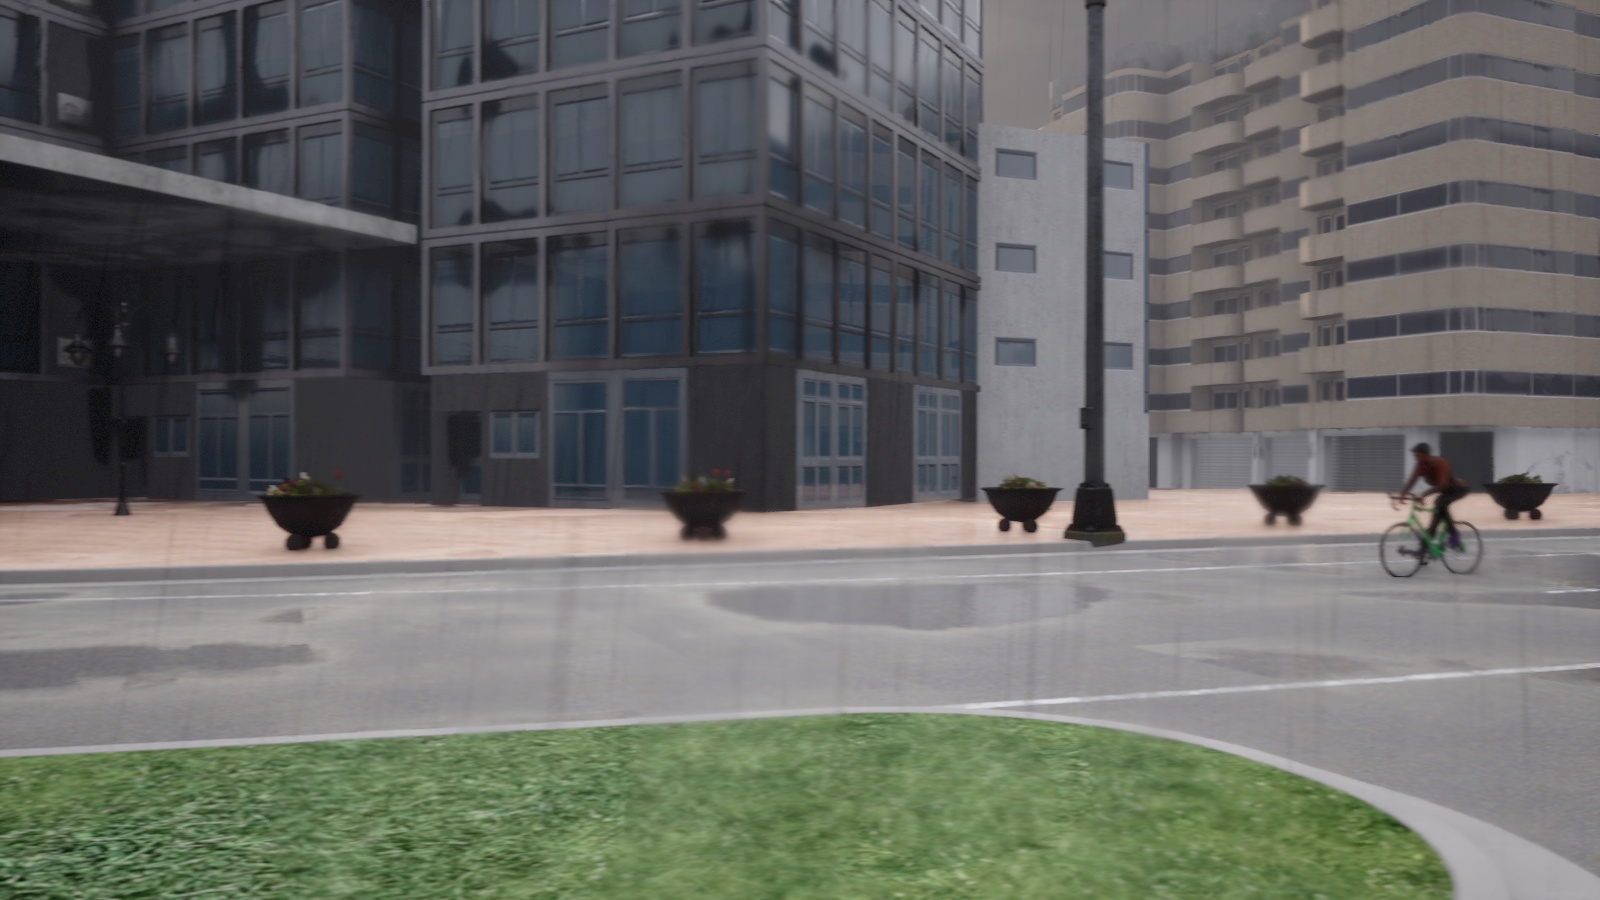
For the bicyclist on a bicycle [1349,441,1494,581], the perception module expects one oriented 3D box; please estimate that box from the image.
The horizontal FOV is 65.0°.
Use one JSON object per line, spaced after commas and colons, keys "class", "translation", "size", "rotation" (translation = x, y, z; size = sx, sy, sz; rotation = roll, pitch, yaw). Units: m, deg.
{"class": "bicyclist on a bicycle", "translation": [7.492, 0.711, 15.135], "size": [1.656, 1.620, 0.582], "rotation": [0, 0, -21]}
